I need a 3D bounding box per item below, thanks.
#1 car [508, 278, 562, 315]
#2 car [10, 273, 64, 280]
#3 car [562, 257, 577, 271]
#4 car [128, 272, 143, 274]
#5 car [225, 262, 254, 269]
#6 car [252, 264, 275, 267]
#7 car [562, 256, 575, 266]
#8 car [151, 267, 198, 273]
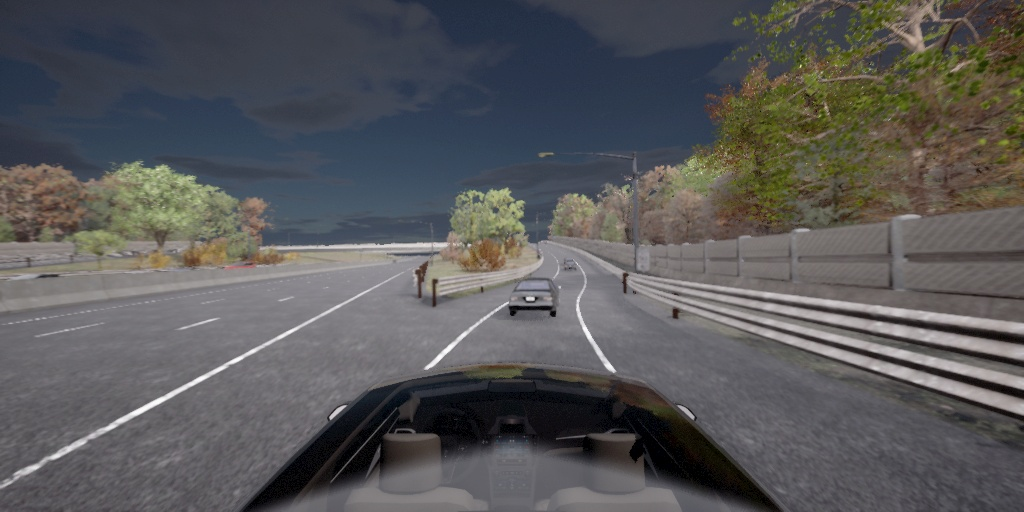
[{"bbox_3d":[1.064,1.624,15.284,2.033,1.411,5.357,-1,-1,9],"label":"car"},{"bbox_3d":[-37.227,2.096,27.935,1.812,1.442,4.674,-1,0,-13],"label":"car"},{"bbox_3d":[8.746,1.413,54.017,2.033,1.411,5.357,-1,2,8],"label":"car"},{"bbox_3d":[-34.822,2.121,33.217,1.895,1.301,4.718,-1,0,-12],"label":"car"},{"bbox_3d":[-38.930,1.866,51.503,2.150,2.045,5.566,-1,0,-13],"label":"car"},{"bbox_3d":[-35.573,2.089,52.551,1.812,1.442,4.674,-1,0,-13],"label":"car"},{"bbox_3d":[10.105,0.905,64.416,2.033,1.411,5.357,-1,3,6],"label":"car"},{"bbox_3d":[-31.593,1.995,34.813,2.033,1.411,5.357,-1,0,-12],"label":"car"}]
